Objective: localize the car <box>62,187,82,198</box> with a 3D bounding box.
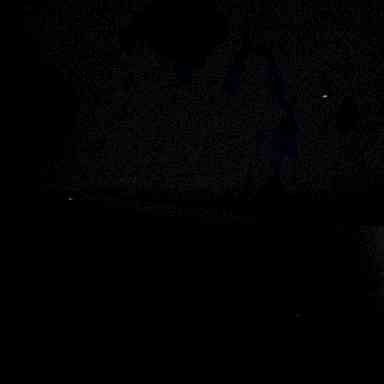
[{"bbox_3d":[-18.219,-0.029,50.223,1.882,1.535,5.008,-2,3,-36],"label":"car"}]
